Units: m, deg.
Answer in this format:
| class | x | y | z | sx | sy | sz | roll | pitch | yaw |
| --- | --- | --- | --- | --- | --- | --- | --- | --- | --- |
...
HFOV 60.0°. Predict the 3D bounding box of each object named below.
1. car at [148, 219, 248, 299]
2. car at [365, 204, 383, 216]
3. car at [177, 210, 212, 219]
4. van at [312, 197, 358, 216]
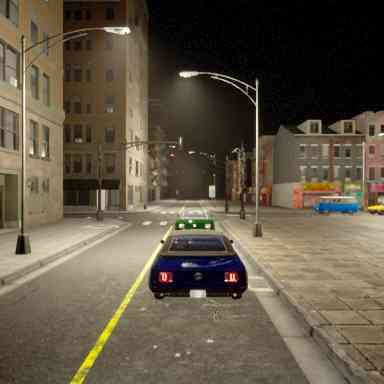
| class | x | y | z | sx | sy | sz | roll | pitch | yaw |
| --- | --- | --- | --- | --- | --- | --- | --- | --- | --- |
| car | 0.123 | 1.601 | 8.386 | 1.895 | 1.301 | 4.718 | 0 | 0 | 0 |
| car | 19.277 | 1.517 | 32.082 | 4.829 | 1.417 | 1.752 | 0 | 0 | 0 |
| car | 0.153 | 1.600 | 17.640 | 1.895 | 1.301 | 4.718 | 0 | 0 | 1 |
| van | 13.835 | 1.337 | 32.107 | 3.998 | 1.788 | 1.690 | 0 | 0 | 0 |
